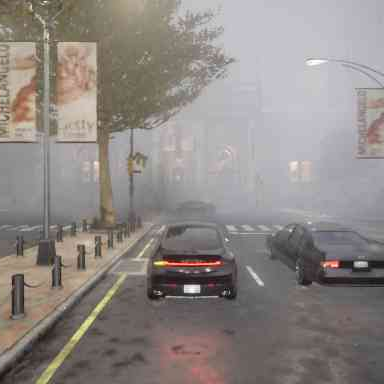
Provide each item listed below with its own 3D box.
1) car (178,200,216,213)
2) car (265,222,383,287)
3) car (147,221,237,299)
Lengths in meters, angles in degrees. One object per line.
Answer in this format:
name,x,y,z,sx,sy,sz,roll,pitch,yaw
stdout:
car,0.541,1.564,35.972,4.181,1.385,1.994,0,0,0
car,3.496,1.547,9.400,2.033,1.411,5.357,0,0,0
car,-0.003,1.505,8.436,1.837,1.490,4.892,0,0,0
